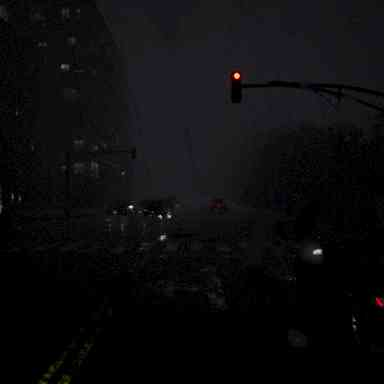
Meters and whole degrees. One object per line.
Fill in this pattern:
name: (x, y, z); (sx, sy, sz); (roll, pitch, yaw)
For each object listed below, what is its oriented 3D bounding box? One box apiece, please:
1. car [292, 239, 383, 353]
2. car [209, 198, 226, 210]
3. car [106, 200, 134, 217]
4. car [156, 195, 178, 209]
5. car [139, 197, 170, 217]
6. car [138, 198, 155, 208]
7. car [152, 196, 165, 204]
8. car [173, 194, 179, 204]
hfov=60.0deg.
car: (3.334, 1.562, 6.151); (1.994, 1.385, 4.181); (0, 0, 0)
car: (3.232, 1.475, 42.433); (1.882, 1.535, 5.008); (0, 0, 0)
car: (-6.686, 1.495, 31.289); (2.128, 1.511, 4.902); (0, 0, 0)
car: (-3.474, 1.490, 44.797); (2.128, 1.511, 4.902); (0, 0, 0)
car: (-3.440, 1.509, 31.174); (1.837, 1.490, 4.892); (0, 0, 0)
car: (-6.735, 1.602, 49.895); (1.895, 1.301, 4.718); (0, 0, 0)
car: (-6.706, 1.557, 67.101); (2.033, 1.411, 5.357); (0, 0, 0)
car: (-3.489, 1.357, 61.273); (2.097, 1.767, 4.553); (0, 0, 0)
